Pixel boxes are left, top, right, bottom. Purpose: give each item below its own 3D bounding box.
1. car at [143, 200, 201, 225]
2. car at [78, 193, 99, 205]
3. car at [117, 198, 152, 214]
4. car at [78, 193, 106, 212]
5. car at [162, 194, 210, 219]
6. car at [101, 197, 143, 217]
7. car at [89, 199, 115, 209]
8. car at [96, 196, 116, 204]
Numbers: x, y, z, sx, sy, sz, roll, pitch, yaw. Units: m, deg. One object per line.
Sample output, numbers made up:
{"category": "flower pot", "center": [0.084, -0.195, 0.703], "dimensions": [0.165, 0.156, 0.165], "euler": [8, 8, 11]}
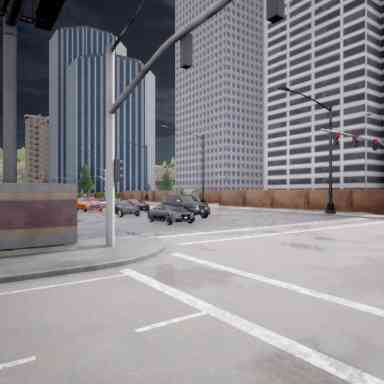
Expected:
{"category": "car", "center": [-1.564, 1.565, 24.256], "dimensions": [1.994, 1.385, 4.181], "euler": [0, 0, -35]}
{"category": "car", "center": [-19.257, 1.224, 61.785], "dimensions": [2.150, 2.045, 5.566], "euler": [0, 0, -35]}
{"category": "car", "center": [-6.509, 1.479, 37.327], "dimensions": [1.882, 1.535, 5.008], "euler": [0, 0, -35]}
{"category": "car", "center": [-12.190, 1.353, 39.314], "dimensions": [2.097, 1.767, 4.553], "euler": [0, 0, -35]}
{"category": "car", "center": [-0.716, 1.223, 29.122], "dimensions": [2.150, 2.045, 5.566], "euler": [0, 0, -35]}
{"category": "car", "center": [-6.542, 1.506, 31.302], "dimensions": [1.837, 1.490, 4.892], "euler": [0, 0, -35]}
{"category": "car", "center": [-12.431, 1.603, 45.744], "dimensions": [1.895, 1.301, 4.718], "euler": [0, 0, -35]}
{"category": "car", "center": [-16.668, 1.550, 64.168], "dimensions": [2.033, 1.411, 5.357], "euler": [0, 0, -34]}
